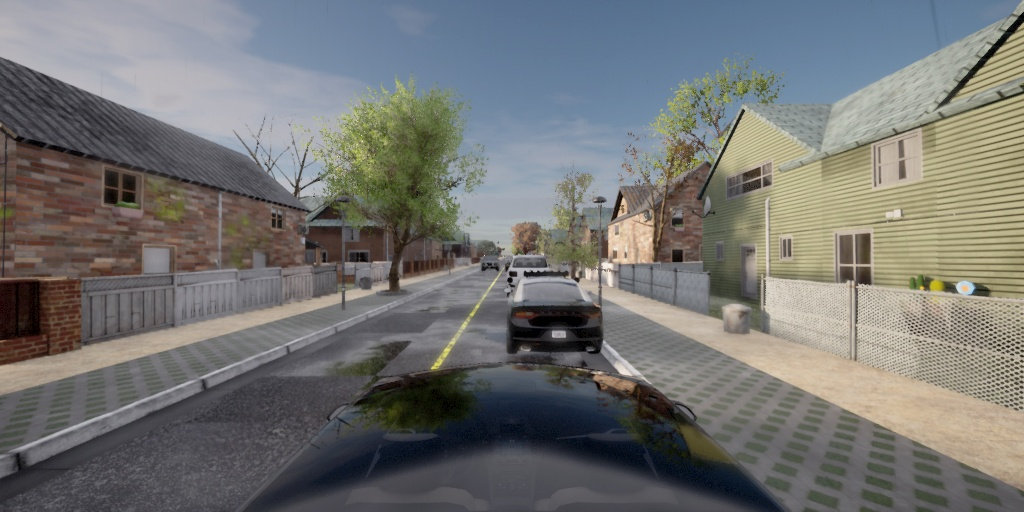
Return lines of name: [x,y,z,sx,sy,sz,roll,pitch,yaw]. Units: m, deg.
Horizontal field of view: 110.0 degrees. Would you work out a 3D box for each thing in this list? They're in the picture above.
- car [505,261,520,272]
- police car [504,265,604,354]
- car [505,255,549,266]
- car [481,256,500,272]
car: [0.053,1.343,46.646,1.895,1.301,4.718,0,0,1]
police car: [0.829,1.176,8.909,1.930,1.638,5.238,0,0,0]
car: [0.834,0.975,18.832,2.150,2.045,5.566,0,0,0]
car: [-2.729,0.964,45.908,2.150,2.045,5.566,0,0,0]
